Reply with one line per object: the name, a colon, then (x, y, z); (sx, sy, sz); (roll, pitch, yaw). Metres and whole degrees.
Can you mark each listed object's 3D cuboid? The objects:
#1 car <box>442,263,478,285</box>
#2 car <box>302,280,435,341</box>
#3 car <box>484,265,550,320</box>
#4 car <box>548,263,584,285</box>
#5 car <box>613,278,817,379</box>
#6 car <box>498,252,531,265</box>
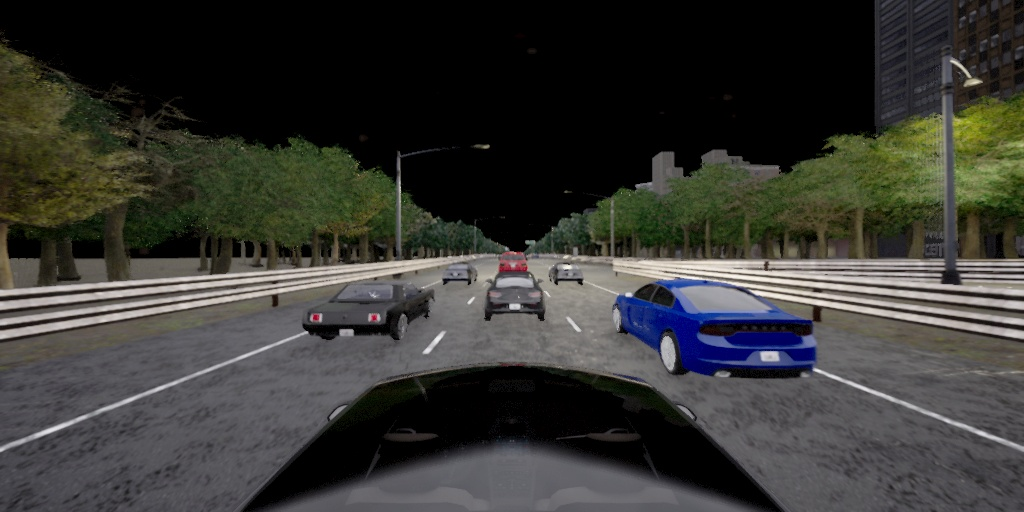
car: (-3.432, 1.144, 24.331); (2.033, 1.411, 5.357); (0, 1, 0)
car: (-3.433, 1.305, 9.705); (1.895, 1.301, 4.718); (0, 0, 0)
car: (0.090, 1.214, 12.239); (1.812, 1.442, 4.674); (0, 1, 0)
car: (3.568, 1.144, 24.302); (2.033, 1.411, 5.357); (0, 1, 0)
car: (3.549, 1.195, 7.385); (1.882, 1.535, 5.008); (0, 1, 0)
car: (0.092, 0.775, 28.389); (2.150, 2.045, 5.566); (0, 0, 0)
